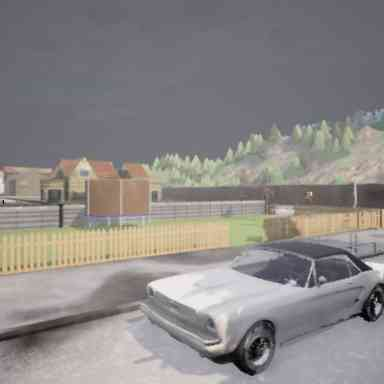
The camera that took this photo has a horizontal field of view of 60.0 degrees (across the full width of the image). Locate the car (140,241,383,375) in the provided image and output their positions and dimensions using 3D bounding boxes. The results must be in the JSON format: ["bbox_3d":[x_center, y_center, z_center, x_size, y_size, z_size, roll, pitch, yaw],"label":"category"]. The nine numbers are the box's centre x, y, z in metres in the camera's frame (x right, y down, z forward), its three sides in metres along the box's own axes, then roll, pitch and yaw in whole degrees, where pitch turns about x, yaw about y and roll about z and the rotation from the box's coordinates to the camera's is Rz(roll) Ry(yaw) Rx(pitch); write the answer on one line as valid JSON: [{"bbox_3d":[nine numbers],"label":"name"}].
[{"bbox_3d":[1.561,1.601,5.699,4.718,1.301,1.895,0,0,-35],"label":"car"}]
